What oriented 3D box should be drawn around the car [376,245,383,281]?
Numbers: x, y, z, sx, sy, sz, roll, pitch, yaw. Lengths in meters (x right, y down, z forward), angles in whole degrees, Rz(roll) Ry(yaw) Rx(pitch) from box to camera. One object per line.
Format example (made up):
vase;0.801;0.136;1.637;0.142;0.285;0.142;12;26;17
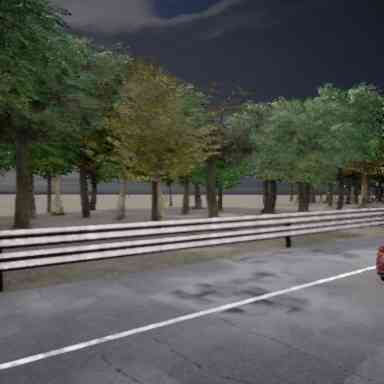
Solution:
car;6.410;1.513;8.339;4.674;1.442;1.812;0;0;-35
